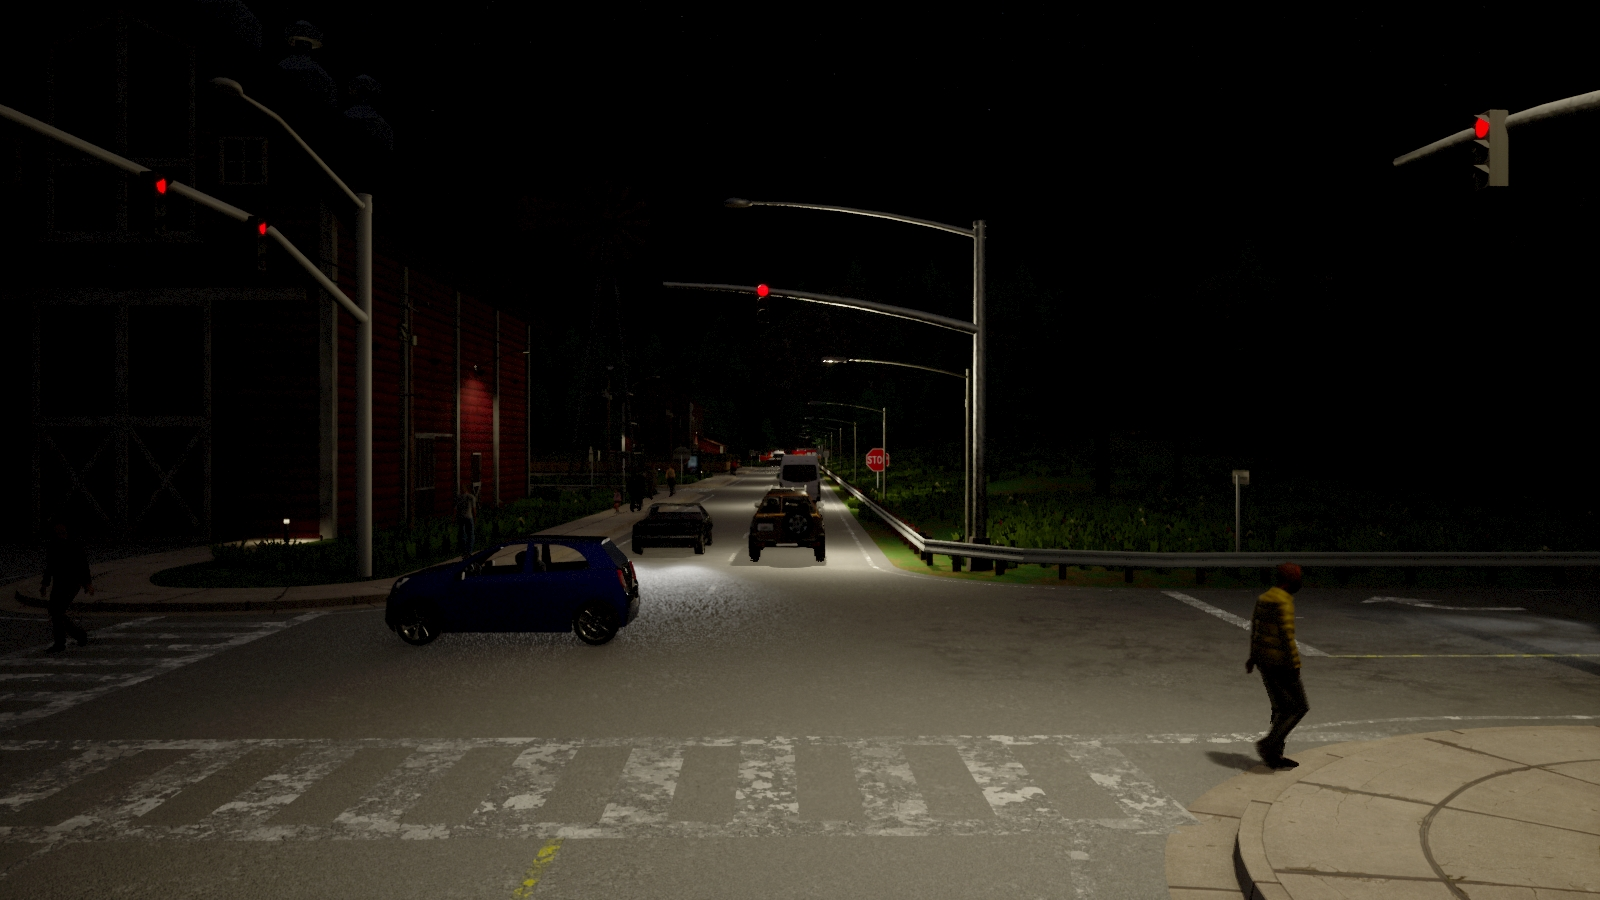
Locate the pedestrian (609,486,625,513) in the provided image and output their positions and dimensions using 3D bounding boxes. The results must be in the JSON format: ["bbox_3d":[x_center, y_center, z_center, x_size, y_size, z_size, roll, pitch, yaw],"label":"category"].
[{"bbox_3d":[-7.567,2.049,47.278,0.500,1.100,0.500,0,0,18],"label":"pedestrian"}]

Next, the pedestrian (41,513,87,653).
[{"bbox_3d":[-10.095,1.813,15.675,0.375,1.860,0.375,0,0,16],"label":"pedestrian"}]

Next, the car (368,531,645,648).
[{"bbox_3d":[-4.214,2.011,16.863,3.633,1.501,1.845,0,0,-1],"label":"car"}]

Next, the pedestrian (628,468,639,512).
[{"bbox_3d":[-6.993,1.668,47.935,0.375,1.860,0.375,0,0,6],"label":"pedestrian"}]

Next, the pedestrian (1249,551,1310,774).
[{"bbox_3d":[4.151,1.826,9.909,0.375,1.860,0.375,0,0,1],"label":"pedestrian"}]

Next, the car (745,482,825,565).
[{"bbox_3d":[-0.355,1.847,30.014,1.932,1.855,4.605,0,0,0],"label":"car"}]

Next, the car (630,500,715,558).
[{"bbox_3d":[-3.455,2.136,31.771,1.895,1.301,4.718,0,0,0],"label":"car"}]

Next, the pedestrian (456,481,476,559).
[{"bbox_3d":[-8.025,1.678,27.440,0.375,1.860,0.375,0,0,0],"label":"pedestrian"}]
